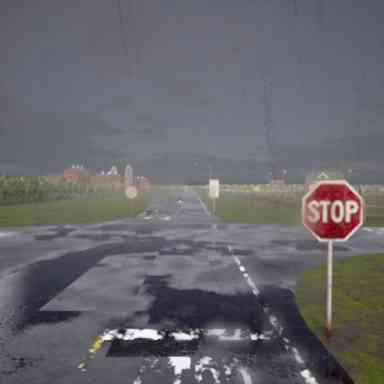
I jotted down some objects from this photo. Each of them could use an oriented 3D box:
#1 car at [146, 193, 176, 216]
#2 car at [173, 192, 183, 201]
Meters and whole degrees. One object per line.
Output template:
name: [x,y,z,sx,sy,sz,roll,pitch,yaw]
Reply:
car: [-2.717,1.214,28.623,1.837,1.490,4.892,0,3,2]
car: [-2.627,0.752,57.686,1.837,1.490,4.892,0,1,0]
